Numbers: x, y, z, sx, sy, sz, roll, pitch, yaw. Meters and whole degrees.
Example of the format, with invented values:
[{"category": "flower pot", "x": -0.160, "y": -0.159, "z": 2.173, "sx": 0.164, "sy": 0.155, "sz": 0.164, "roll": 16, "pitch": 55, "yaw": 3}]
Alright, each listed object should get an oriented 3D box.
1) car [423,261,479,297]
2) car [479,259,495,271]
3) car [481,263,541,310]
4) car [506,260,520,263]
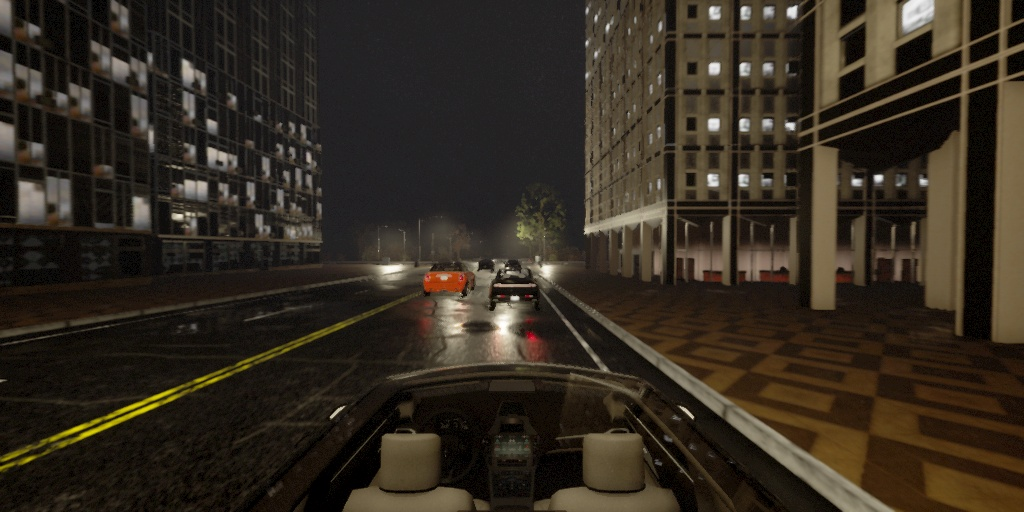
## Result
[{"category": "car", "x": -3.150, "y": 1.053, "z": 18.777, "sx": 2.097, "sy": 1.767, "sz": 4.553, "roll": 0, "pitch": 0, "yaw": 0}, {"category": "car", "x": -3.152, "y": 1.091, "z": 44.524, "sx": 1.882, "sy": 1.535, "sz": 5.008, "roll": 0, "pitch": 0, "yaw": 0}, {"category": "car", "x": 0.100, "y": 1.205, "z": 14.463, "sx": 2.128, "sy": 1.511, "sz": 4.902, "roll": 0, "pitch": 0, "yaw": 0}, {"category": "car", "x": 0.099, "y": 1.138, "z": 39.041, "sx": 1.837, "sy": 1.490, "sz": 4.892, "roll": 0, "pitch": 0, "yaw": 0}]
